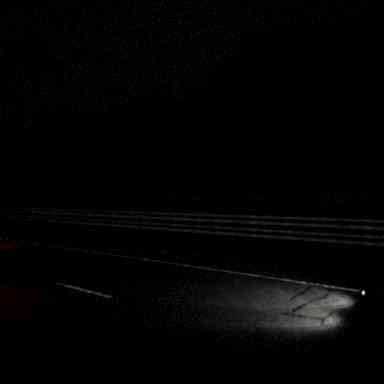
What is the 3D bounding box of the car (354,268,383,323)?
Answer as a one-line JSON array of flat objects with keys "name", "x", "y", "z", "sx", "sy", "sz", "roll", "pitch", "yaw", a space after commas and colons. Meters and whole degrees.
[{"name": "car", "x": 5.265, "y": 1.528, "z": 4.534, "sx": 5.357, "sy": 1.411, "sz": 2.033, "roll": -1, "pitch": 0, "yaw": 36}]
